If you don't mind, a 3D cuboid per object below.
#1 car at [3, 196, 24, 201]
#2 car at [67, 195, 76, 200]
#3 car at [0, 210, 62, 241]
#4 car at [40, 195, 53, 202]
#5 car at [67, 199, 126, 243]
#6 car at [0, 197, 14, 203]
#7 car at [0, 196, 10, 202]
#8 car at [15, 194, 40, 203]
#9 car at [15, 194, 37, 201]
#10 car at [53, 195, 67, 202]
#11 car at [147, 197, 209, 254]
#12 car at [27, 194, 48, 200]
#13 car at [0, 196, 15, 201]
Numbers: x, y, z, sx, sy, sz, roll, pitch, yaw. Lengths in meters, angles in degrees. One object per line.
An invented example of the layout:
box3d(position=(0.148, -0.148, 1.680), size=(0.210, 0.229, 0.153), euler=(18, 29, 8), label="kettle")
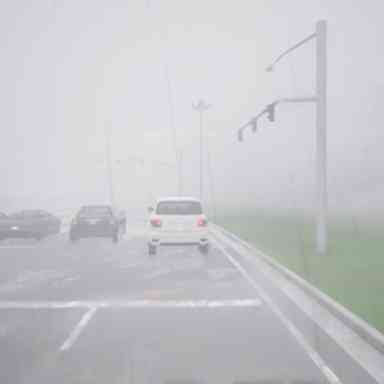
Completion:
box3d(position=(-42.785, 1.520, 79.671), size=(4.718, 1.301, 1.895), euler=(0, 0, 22), label="car")
box3d(position=(-30.652, 1.519, 81.085), size=(5.357, 1.411, 2.033), euler=(0, 0, 32), label="car")
box3d(position=(-8.005, 1.561, 16.640), size=(1.994, 1.385, 4.181), euler=(0, 0, -6), label="car")
box3d(position=(-34.134, 1.538, 74.998), size=(4.181, 1.385, 1.994), euler=(0, 0, 32), label="car")
box3d(position=(-4.463, 1.346, 16.407), size=(2.097, 1.767, 4.553), euler=(0, 0, -6), label="car")
box3d(position=(-11.671, 1.351, 17.748), size=(2.097, 1.767, 4.553), euler=(0, 0, -7), label="car")
box3d(position=(-44.551, 1.533, 76.606), size=(4.718, 1.301, 1.895), euler=(0, 0, 18), label="car")
box3d(position=(-35.481, 1.488, 71.688), size=(4.892, 1.490, 1.837), euler=(0, 0, 36), label="car")
box3d(position=(-41.379, 1.392, 82.877), size=(5.008, 1.535, 1.882), euler=(0, 0, 22), label="car")
box3d(position=(-32.300, 1.482, 77.973), size=(4.892, 1.490, 1.837), euler=(0, 0, 32), label="car")
box3d(position=(-0.645, 1.214, 13.657), size=(2.150, 2.045, 5.566), euler=(0, 0, -5), label="car")
box3d(position=(-40.000, 1.381, 86.094), size=(5.008, 1.535, 1.882), euler=(0, 0, 22), label="car")
box3d(position=(-40.021, 1.532, 70.478), size=(5.357, 1.411, 2.033), euler=(0, 0, 29), label="car")
